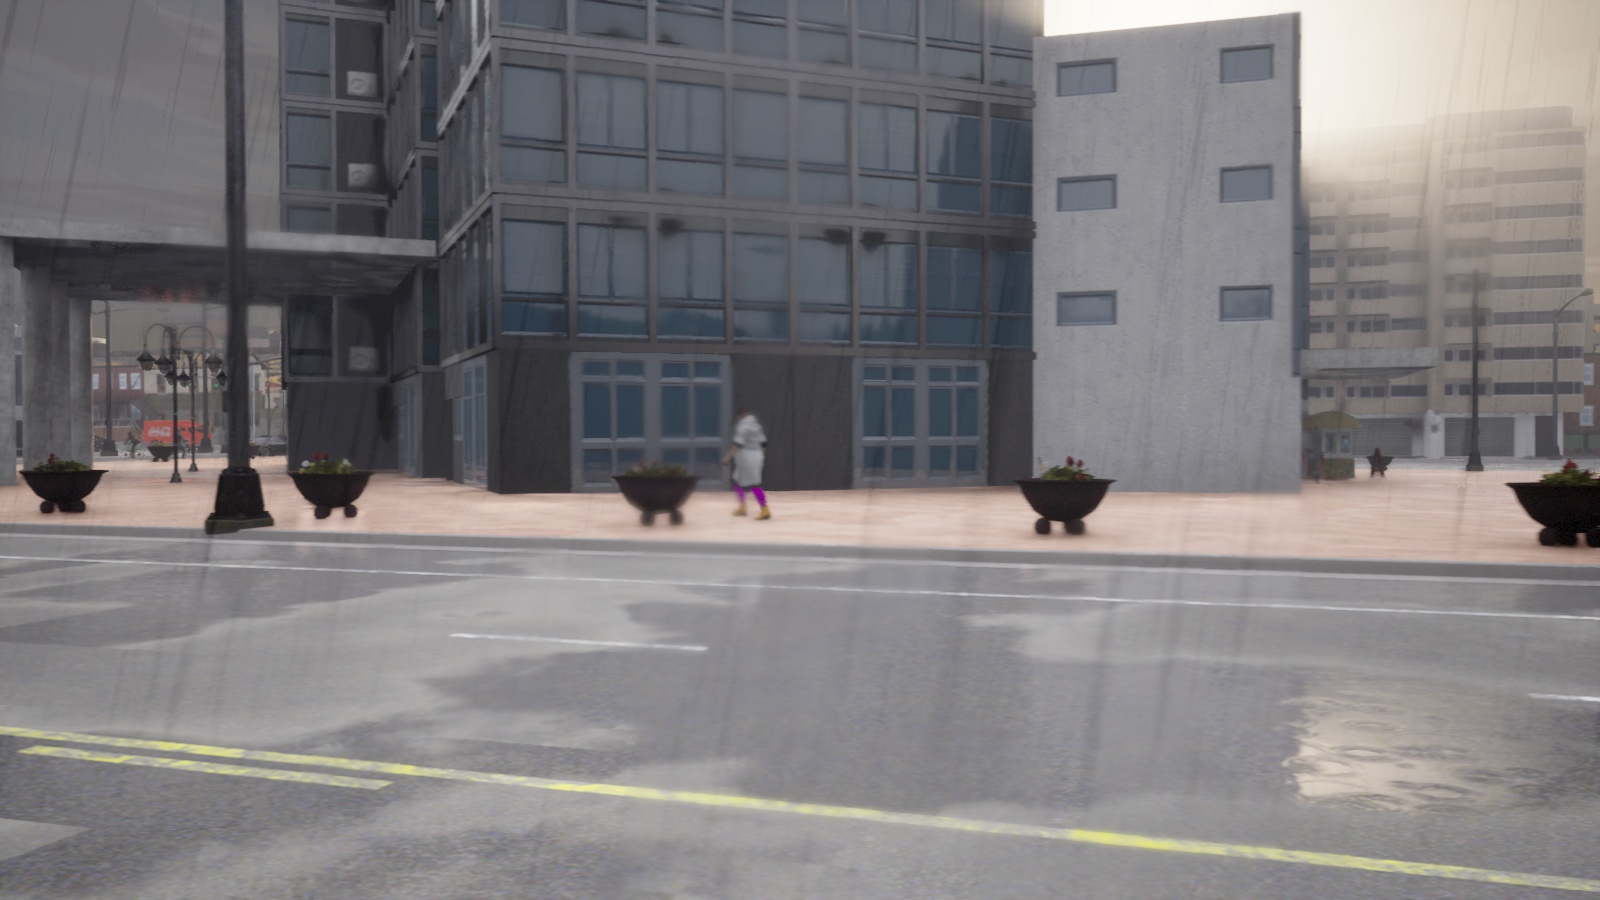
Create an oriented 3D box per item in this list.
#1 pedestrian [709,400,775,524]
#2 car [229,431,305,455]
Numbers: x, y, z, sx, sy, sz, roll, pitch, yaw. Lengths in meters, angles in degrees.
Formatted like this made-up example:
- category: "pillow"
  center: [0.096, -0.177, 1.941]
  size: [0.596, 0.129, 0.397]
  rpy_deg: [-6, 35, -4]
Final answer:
- category: "pedestrian"
  center: [-0.931, 0.183, 20.301]
  size: [0.873, 1.952, 0.659]
  rpy_deg: [1, 1, 19]
- category: "car"
  center: [-32.065, -0.442, 75.673]
  size: [1.994, 1.385, 4.181]
  rpy_deg: [1, 1, 17]
